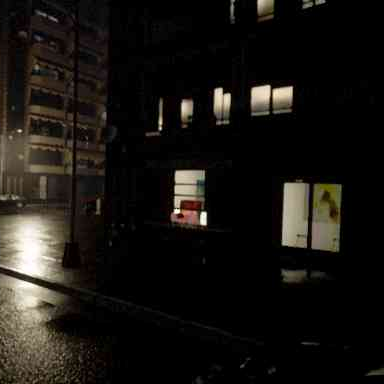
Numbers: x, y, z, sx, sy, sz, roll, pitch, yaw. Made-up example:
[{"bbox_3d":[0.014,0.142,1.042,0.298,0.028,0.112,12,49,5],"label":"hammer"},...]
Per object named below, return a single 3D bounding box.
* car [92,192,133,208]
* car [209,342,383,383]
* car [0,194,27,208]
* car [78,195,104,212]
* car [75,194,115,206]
[{"bbox_3d":[-9.555,0.911,40.288,2.097,1.767,4.553,3,1,36],"label":"car"},{"bbox_3d":[2.000,1.570,1.607,4.403,1.369,2.008,2,2,35],"label":"car"},{"bbox_3d":[-18.444,0.907,32.411,2.008,1.369,4.403,2,1,36],"label":"car"},{"bbox_3d":[-8.421,1.291,31.994,1.947,1.339,4.313,2,1,36],"label":"car"},{"bbox_3d":[-11.971,1.000,41.387,1.887,1.381,4.507,2,1,36],"label":"car"}]
